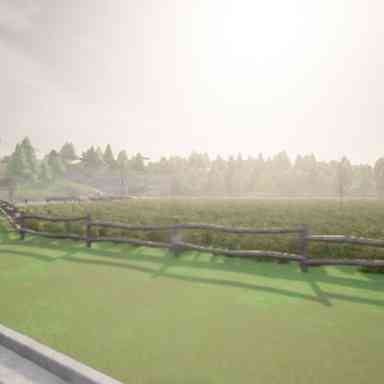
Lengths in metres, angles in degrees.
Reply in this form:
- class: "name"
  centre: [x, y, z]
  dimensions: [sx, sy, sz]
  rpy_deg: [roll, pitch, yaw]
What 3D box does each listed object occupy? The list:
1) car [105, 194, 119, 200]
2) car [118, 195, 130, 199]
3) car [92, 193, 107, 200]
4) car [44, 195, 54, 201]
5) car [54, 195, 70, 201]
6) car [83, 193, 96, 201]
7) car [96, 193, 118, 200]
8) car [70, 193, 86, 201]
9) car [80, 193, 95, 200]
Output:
- class: "car"
  centre: [-21.634, 1.333, 89.665]
  dimensions: [1.837, 1.490, 4.892]
  rpy_deg: [0, 0, 10]
- class: "car"
  centre: [-18.185, 1.433, 89.065]
  dimensions: [1.895, 1.301, 4.718]
  rpy_deg: [0, 0, 10]
- class: "car"
  centre: [-25.082, 1.183, 90.264]
  dimensions: [2.097, 1.767, 4.553]
  rpy_deg: [0, 0, 10]
- class: "car"
  centre: [-33.835, 1.510, 81.301]
  dimensions: [2.033, 1.411, 5.357]
  rpy_deg: [0, 0, 10]
- class: "car"
  centre: [-30.392, 1.515, 80.672]
  dimensions: [2.033, 1.411, 5.357]
  rpy_deg: [0, 0, 10]
- class: "car"
  centre: [-23.426, 1.582, 79.854]
  dimensions: [1.895, 1.301, 4.718]
  rpy_deg: [0, 0, 10]
- class: "car"
  centre: [-20.063, 1.516, 78.785]
  dimensions: [2.128, 1.511, 4.902]
  rpy_deg: [0, 0, 10]
- class: "car"
  centre: [-26.858, 1.496, 80.546]
  dimensions: [1.812, 1.442, 4.674]
  rpy_deg: [0, 0, 10]
- class: "car"
  centre: [-28.525, 1.178, 90.893]
  dimensions: [2.097, 1.767, 4.553]
  rpy_deg: [0, 0, 10]
